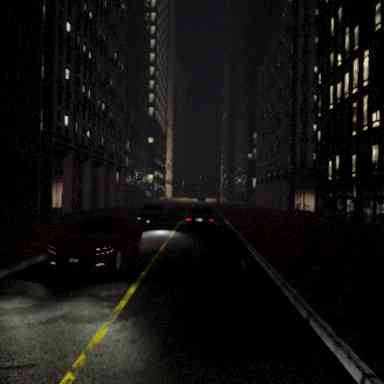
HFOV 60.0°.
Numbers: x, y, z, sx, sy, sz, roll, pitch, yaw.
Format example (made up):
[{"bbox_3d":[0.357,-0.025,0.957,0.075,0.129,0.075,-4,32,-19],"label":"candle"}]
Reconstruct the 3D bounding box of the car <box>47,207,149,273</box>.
[{"bbox_3d":[-2.867,1.445,10.798,1.882,1.535,5.008,1,0,2],"label":"car"}]

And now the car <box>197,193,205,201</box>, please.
[{"bbox_3d":[2.495,1.374,91.965,2.150,2.045,5.566,1,0,2],"label":"car"}]

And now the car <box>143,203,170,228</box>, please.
[{"bbox_3d":[-2.535,1.504,22.255,1.837,1.490,4.892,1,0,2],"label":"car"}]

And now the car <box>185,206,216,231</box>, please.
[{"bbox_3d":[0.514,1.607,20.953,2.033,1.411,5.357,1,0,2],"label":"car"}]

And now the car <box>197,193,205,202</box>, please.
[{"bbox_3d":[2.207,1.708,81.856,1.837,1.490,4.892,1,0,2],"label":"car"}]
